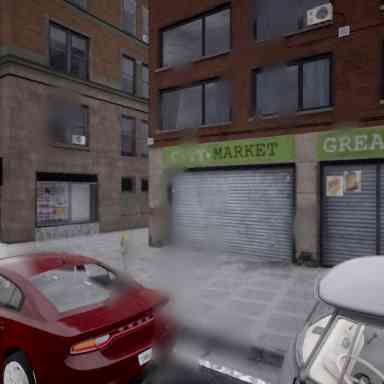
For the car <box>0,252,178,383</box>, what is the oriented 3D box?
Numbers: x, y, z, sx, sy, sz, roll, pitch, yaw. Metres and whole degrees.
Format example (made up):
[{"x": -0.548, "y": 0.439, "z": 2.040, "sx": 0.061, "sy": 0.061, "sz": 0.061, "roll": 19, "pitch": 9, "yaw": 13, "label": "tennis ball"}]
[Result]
[{"x": -2.282, "y": 1.544, "z": 4.701, "sx": 4.507, "sy": 1.381, "sz": 1.887, "roll": 0, "pitch": 0, "yaw": 35, "label": "car"}]

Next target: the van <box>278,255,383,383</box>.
[{"x": 2.328, "y": 1.341, "z": 1.417, "sx": 3.998, "sy": 1.788, "sz": 1.690, "roll": 0, "pitch": 0, "yaw": 35, "label": "van"}]
